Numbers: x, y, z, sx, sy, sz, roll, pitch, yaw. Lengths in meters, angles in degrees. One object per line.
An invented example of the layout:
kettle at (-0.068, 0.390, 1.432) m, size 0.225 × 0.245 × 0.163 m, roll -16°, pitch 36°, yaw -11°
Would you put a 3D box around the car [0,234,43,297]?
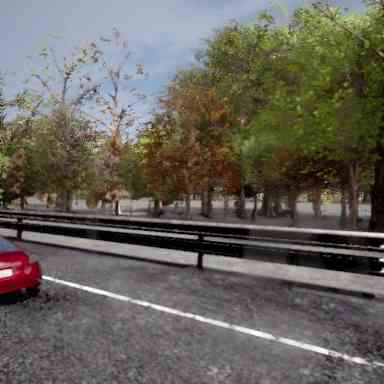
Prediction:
car at (-5.323, 1.565, 7.638) m, size 4.181 × 1.385 × 1.994 m, roll 0°, pitch 0°, yaw 35°
